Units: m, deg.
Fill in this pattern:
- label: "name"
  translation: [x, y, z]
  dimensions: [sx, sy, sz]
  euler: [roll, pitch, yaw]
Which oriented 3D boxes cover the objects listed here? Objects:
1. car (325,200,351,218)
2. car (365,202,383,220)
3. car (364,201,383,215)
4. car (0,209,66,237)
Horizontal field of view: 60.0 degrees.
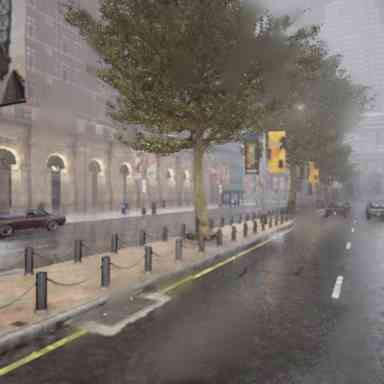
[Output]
- label: "car"
  translation: [14.455, 1.750, 33.122]
  dimensions: [1.837, 1.490, 4.892]
  euler: [0, 0, 28]
- label: "car"
  translation: [17.016, 1.733, 30.464]
  dimensions: [2.128, 1.511, 4.902]
  euler: [0, 0, 28]
- label: "car"
  translation: [21.457, 1.856, 39.136]
  dimensions: [2.033, 1.411, 5.357]
  euler: [0, 0, 28]
- label: "car"
  translation: [-9.550, 1.658, 18.704]
  dimensions: [1.895, 1.301, 4.718]
  euler: [0, 0, 27]
